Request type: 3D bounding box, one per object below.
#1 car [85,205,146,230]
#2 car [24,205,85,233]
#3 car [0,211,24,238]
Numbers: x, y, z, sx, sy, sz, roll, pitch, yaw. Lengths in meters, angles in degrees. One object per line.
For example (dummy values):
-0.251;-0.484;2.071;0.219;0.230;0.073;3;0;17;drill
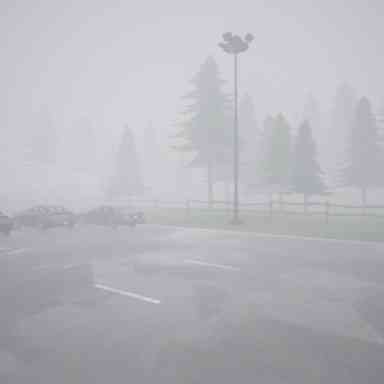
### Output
-5.386;1.557;21.481;5.357;1.411;2.033;0;0;37;car
-8.858;1.517;19.730;4.902;1.511;2.128;0;0;37;car
-10.981;1.527;16.945;4.902;1.511;2.128;0;0;37;car
